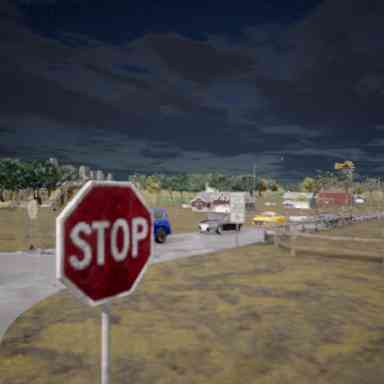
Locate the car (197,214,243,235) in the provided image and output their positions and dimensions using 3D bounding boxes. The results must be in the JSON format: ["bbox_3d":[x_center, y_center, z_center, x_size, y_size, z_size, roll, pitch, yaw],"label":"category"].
[{"bbox_3d":[2.312,2.529,26.602,2.128,1.511,4.902,0,-2,36],"label":"car"}]

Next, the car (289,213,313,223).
[{"bbox_3d":[14.050,3.374,42.926,1.895,1.301,4.718,0,-2,36],"label":"car"}]

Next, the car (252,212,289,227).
[{"bbox_3d":[7.930,2.867,34.444,1.882,1.535,5.008,0,-2,36],"label":"car"}]

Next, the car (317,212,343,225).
[{"bbox_3d":[17.289,3.377,42.547,2.033,1.411,5.357,0,-2,36],"label":"car"}]

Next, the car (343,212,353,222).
[{"bbox_3d":[23.016,3.740,50.643,2.033,1.411,5.357,0,-2,36],"label":"car"}]

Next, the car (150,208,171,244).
[{"bbox_3d":[-3.442,1.903,18.521,2.150,2.045,5.566,0,-2,35],"label":"car"}]
